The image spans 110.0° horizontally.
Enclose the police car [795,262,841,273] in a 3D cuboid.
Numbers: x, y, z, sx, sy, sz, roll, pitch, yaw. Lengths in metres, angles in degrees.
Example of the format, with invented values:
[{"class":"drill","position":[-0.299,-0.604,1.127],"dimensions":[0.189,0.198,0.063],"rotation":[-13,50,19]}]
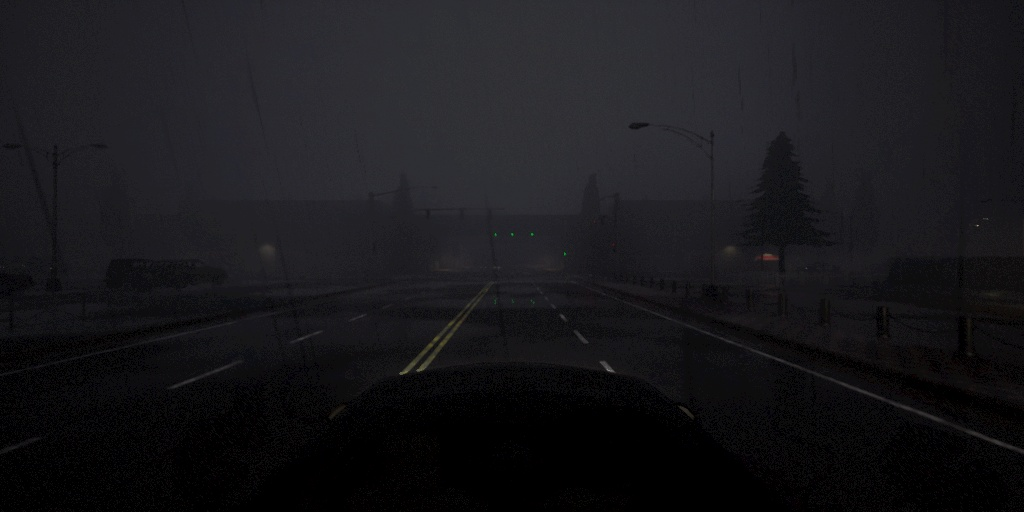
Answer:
[{"class":"police car","position":[40.889,1.610,48.107],"dimensions":[4.974,1.542,2.038],"rotation":[0,-1,0]}]

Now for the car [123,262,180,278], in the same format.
[{"class":"car","position":[-45.429,1.759,45.279],"dimensions":[4.718,1.301,1.895],"rotation":[0,-1,2]}]
